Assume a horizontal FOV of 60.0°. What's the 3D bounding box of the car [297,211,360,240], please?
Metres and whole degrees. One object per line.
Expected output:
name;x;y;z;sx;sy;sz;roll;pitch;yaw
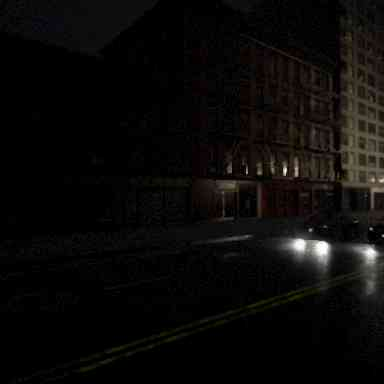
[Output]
car;7.586;1.760;18.215;4.181;1.385;1.994;0;-1;-39

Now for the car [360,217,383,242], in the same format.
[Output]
car;10.372;1.676;16.291;4.674;1.442;1.812;0;-1;-39
